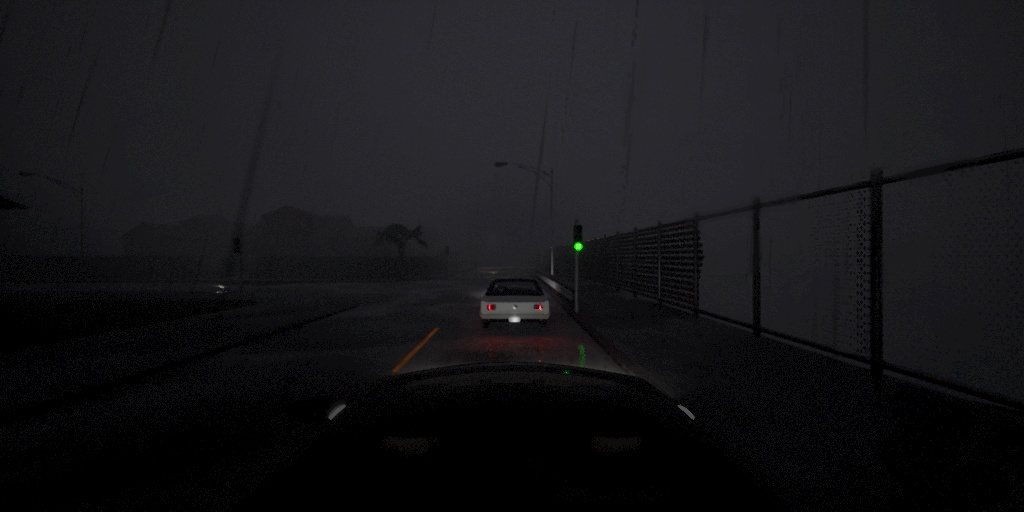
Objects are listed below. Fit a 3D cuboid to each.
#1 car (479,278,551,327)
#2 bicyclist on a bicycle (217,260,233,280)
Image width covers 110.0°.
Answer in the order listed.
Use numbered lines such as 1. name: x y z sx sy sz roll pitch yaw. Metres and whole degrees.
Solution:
1. car: 0.082 1.369 11.560 1.895 1.301 4.718 0 0 0
2. bicyclist on a bicycle: -24.072 1.152 30.088 0.582 1.620 1.656 0 0 0
